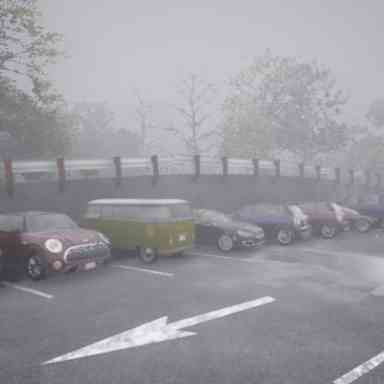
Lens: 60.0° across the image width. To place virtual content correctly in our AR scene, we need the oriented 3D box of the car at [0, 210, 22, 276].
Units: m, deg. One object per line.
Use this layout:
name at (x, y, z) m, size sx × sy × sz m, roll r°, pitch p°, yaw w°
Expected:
car at (-6.886, 1.243, 8.083) m, size 5.566 × 2.045 × 2.435 m, roll -1°, pitch -1°, yaw 34°

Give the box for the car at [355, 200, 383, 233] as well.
car at (7.887, 1.382, 18.583) m, size 4.792 × 1.488 × 2.163 m, roll -1°, pitch -1°, yaw 35°

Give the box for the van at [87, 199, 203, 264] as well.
van at (-2.088, 1.224, 11.656) m, size 4.442 × 1.987 × 1.878 m, roll -1°, pitch 0°, yaw 35°

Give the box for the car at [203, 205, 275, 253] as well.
car at (0.473, 1.426, 13.352) m, size 4.892 × 1.521 × 2.231 m, roll -1°, pitch -1°, yaw 35°

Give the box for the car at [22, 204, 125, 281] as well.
car at (-4.473, 1.347, 9.865) m, size 4.553 × 1.767 × 2.185 m, roll -1°, pitch -1°, yaw 34°

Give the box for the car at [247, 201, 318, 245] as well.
car at (2.958, 1.275, 15.067) m, size 4.553 × 1.767 × 2.185 m, roll -1°, pitch 0°, yaw 35°

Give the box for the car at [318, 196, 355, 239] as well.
car at (5.420, 1.251, 16.831) m, size 4.553 × 1.767 × 2.185 m, roll -1°, pitch 0°, yaw 35°

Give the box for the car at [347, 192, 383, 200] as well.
car at (10.295, 1.078, 20.372) m, size 5.566 × 2.045 × 2.435 m, roll -1°, pitch 0°, yaw 34°
